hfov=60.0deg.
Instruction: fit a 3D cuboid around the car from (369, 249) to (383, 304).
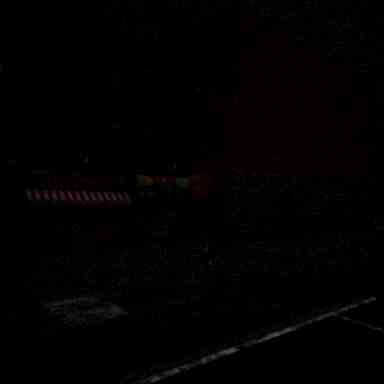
[{"bbox_3d":[5.787,1.373,6.972,5.009,1.841,2.192,0,1,-36],"label":"car"}]
